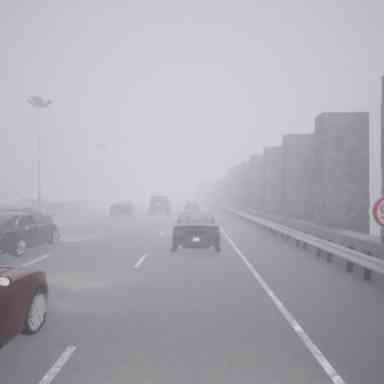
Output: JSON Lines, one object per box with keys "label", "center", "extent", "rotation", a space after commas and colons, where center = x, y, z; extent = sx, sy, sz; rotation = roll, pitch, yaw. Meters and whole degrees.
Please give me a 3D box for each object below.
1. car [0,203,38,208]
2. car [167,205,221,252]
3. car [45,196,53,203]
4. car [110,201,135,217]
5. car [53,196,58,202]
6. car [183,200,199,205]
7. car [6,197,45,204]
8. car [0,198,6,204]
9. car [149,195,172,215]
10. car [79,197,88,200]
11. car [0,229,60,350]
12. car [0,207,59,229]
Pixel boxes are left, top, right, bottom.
{"label": "car", "center": [-10.308, 1.616, 20.032], "extent": [2.033, 1.411, 5.357], "rotation": [0, 0, 0]}
{"label": "car", "center": [0.166, 1.541, 14.358], "extent": [1.882, 1.535, 5.008], "rotation": [0, 0, 0]}
{"label": "car", "center": [-25.504, 1.740, 55.336], "extent": [2.033, 1.411, 5.357], "rotation": [0, 0, -5]}
{"label": "car", "center": [-6.922, 1.611, 33.604], "extent": [1.882, 1.535, 5.008], "rotation": [0, 0, -1]}
{"label": "car", "center": [-32.988, 1.767, 78.716], "extent": [2.128, 1.511, 4.902], "rotation": [0, 0, -13]}
{"label": "car", "center": [-0.126, 1.673, 41.289], "extent": [2.128, 1.511, 4.902], "rotation": [0, 0, -2]}
{"label": "car", "center": [-21.359, 1.498, 42.906], "extent": [2.097, 1.767, 4.553], "rotation": [0, 0, -2]}
{"label": "car", "center": [-32.891, 1.789, 58.547], "extent": [1.895, 1.301, 4.718], "rotation": [0, 0, -6]}
{"label": "car", "center": [-3.479, 1.376, 36.522], "extent": [2.150, 2.045, 5.566], "rotation": [0, 0, -1]}
{"label": "car", "center": [-26.089, 1.860, 79.956], "extent": [1.895, 1.301, 4.718], "rotation": [0, 0, -13]}
{"label": "car", "center": [-3.391, 1.488, 3.705], "extent": [1.882, 1.535, 5.008], "rotation": [0, 0, 0]}
{"label": "car", "center": [-6.843, 1.550, 12.975], "extent": [1.837, 1.490, 4.892], "rotation": [0, 0, 0]}
